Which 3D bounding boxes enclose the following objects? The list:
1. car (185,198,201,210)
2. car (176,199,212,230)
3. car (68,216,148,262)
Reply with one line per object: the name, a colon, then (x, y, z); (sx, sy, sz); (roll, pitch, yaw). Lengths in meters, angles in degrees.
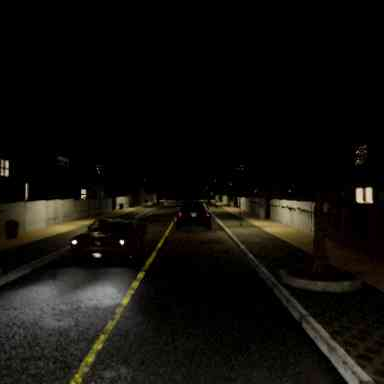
car: (0.109, 1.566, 42.909); (1.994, 1.385, 4.181); (0, 0, 0)
car: (0.105, 1.351, 21.303); (2.097, 1.767, 4.553); (0, 0, 0)
car: (-2.847, 1.600, 12.239); (1.895, 1.301, 4.718); (0, 0, 0)
